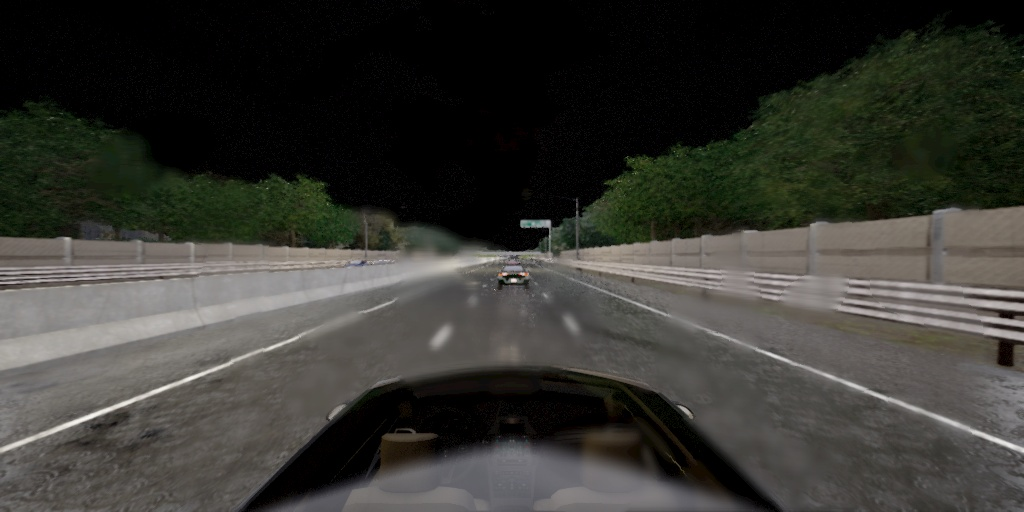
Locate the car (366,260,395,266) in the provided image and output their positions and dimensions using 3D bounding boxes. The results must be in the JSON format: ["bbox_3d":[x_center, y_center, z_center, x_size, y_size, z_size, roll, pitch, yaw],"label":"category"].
[{"bbox_3d":[-17.529,1.317,49.125,2.033,1.411,5.357,0,0,1],"label":"car"}]

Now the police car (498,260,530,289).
[{"bbox_3d":[0.102,1.271,23.546,2.038,1.542,4.974,0,0,0],"label":"police car"}]

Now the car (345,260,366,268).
[{"bbox_3d":[-21.042,1.294,48.949,1.812,1.442,4.674,0,0,1],"label":"car"}]

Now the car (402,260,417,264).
[{"bbox_3d":[-14.034,1.295,49.250,1.812,1.442,4.674,0,0,1],"label":"car"}]
